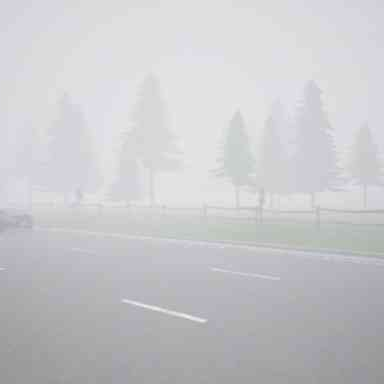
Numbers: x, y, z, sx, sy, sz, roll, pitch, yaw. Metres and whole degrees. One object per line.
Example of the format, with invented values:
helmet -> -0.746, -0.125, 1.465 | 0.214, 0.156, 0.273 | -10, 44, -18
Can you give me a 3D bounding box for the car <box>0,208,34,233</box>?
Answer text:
car -> -11.834, 1.727, 21.028 | 4.674, 1.442, 1.812 | 0, 0, 35
